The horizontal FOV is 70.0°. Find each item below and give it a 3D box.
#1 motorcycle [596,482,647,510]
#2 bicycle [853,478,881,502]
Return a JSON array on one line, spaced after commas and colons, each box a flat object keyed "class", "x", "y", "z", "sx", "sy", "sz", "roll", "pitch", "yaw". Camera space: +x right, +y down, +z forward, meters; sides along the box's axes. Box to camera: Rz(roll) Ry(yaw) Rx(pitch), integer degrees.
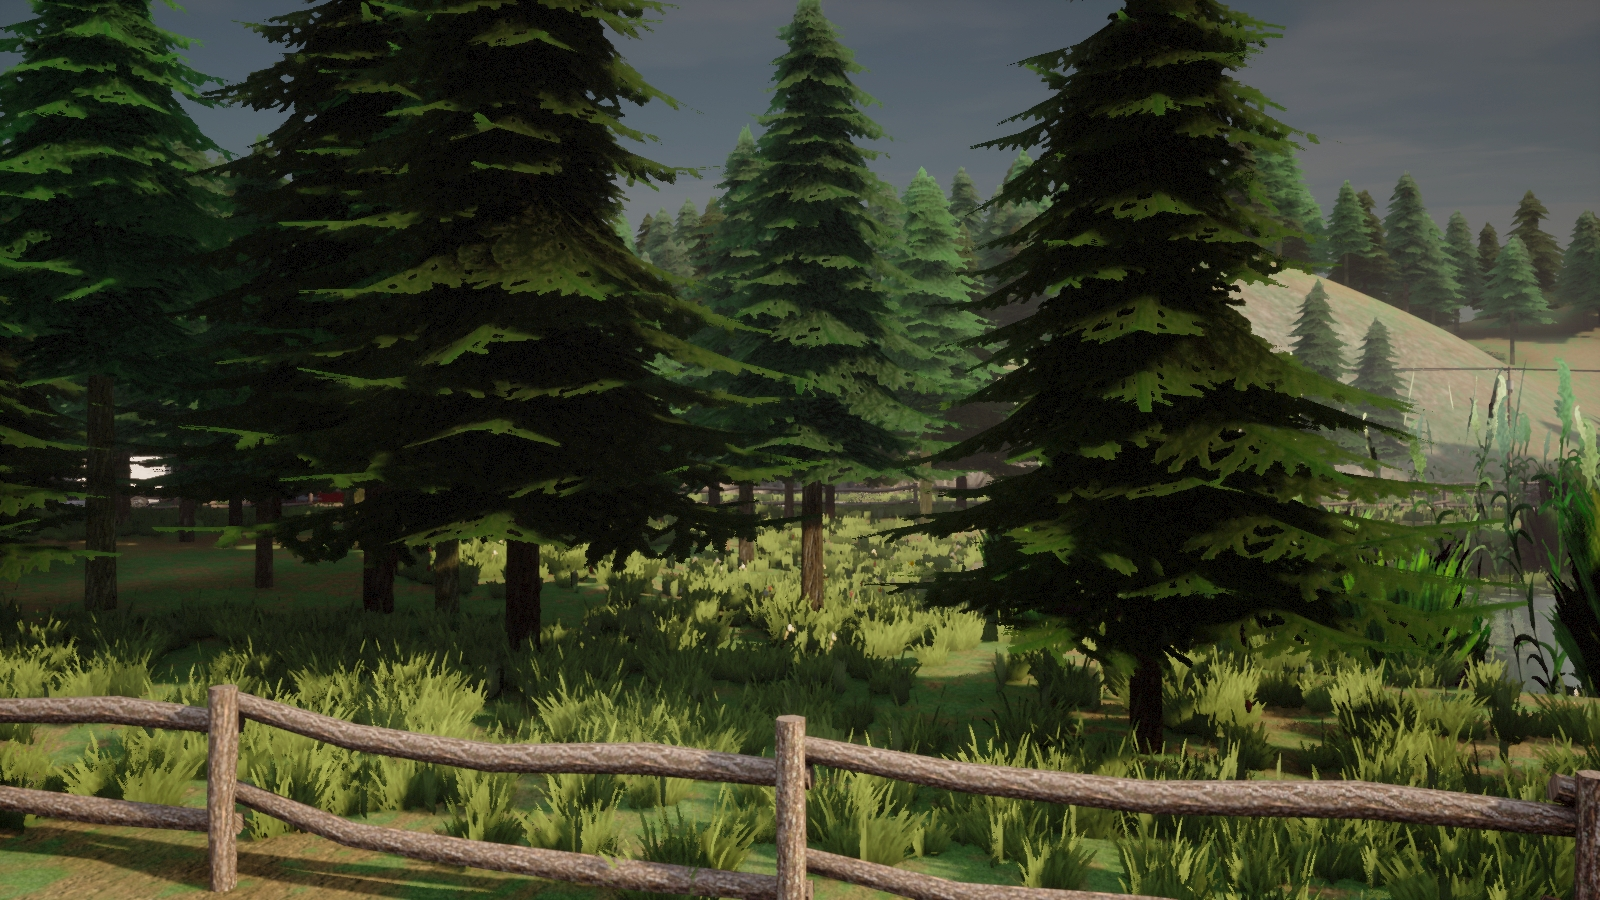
[{"class": "motorcycle", "x": -8.462, "y": 2.178, "z": 54.101, "sx": 2.209, "sy": 1.251, "sz": 0.867, "roll": 0, "pitch": 0, "yaw": 14}, {"class": "bicycle", "x": 3.630, "y": 2.158, "z": 62.306, "sx": 1.487, "sy": 1.276, "sz": 0.859, "roll": 0, "pitch": 0, "yaw": 1}]
